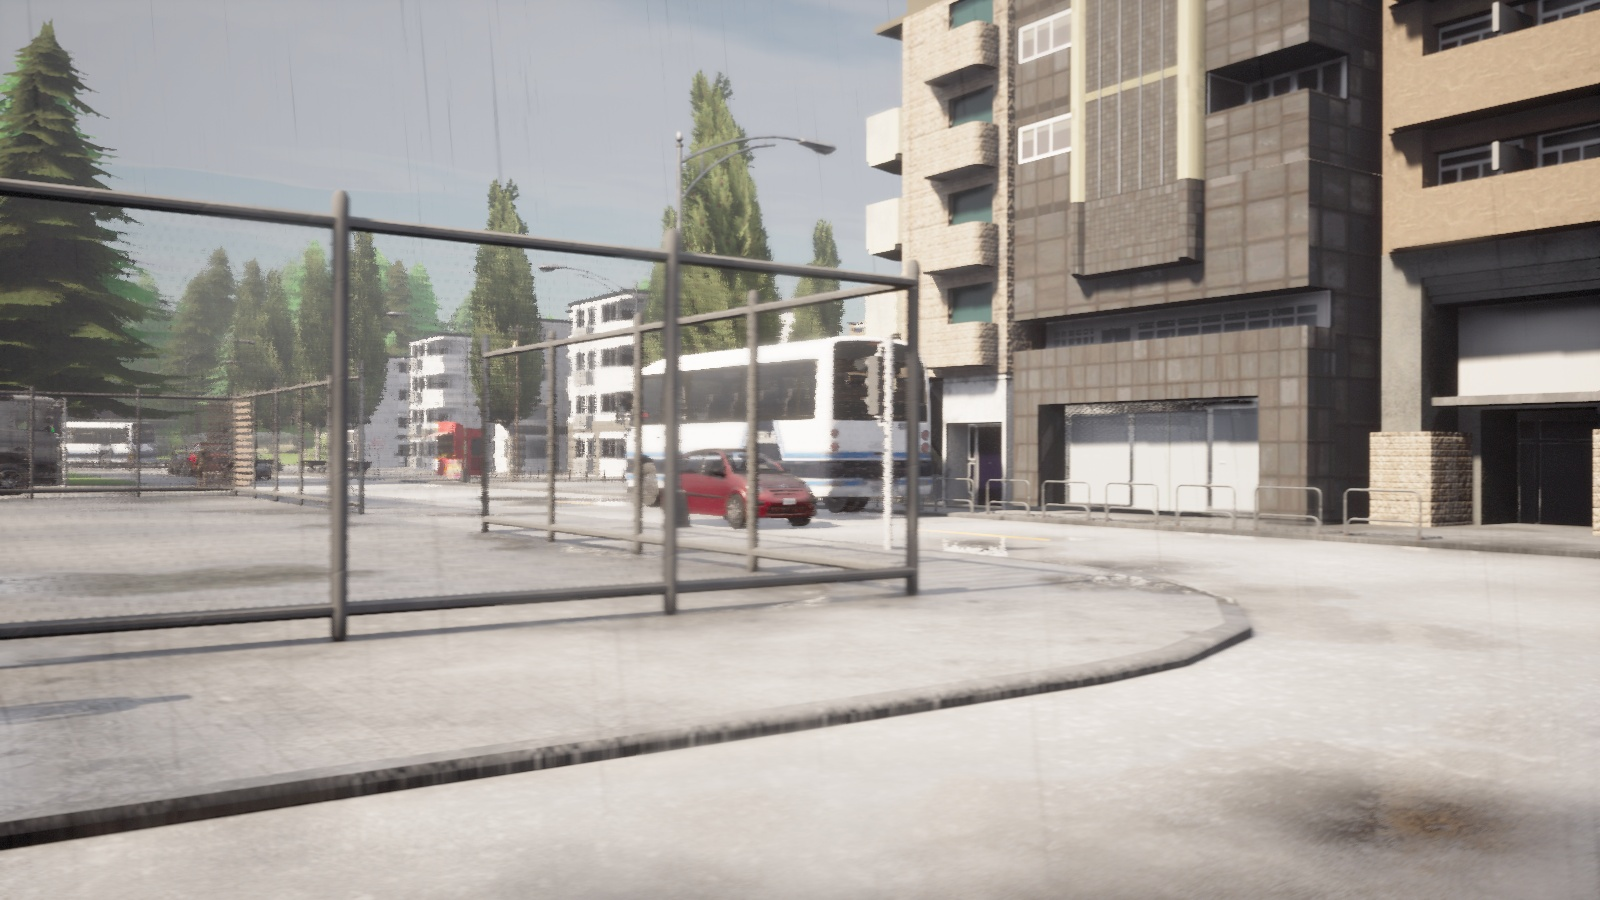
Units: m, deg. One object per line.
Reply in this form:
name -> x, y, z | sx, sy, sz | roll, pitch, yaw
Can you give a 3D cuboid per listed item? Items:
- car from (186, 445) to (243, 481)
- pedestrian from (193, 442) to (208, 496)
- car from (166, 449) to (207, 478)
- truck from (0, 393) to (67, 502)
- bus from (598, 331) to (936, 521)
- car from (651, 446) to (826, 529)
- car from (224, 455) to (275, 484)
car -> -34.958, 0.745, 74.889 | 2.150, 2.045, 5.566 | 0, 0, -35
pedestrian -> -21.606, 0.688, 45.246 | 0.396, 1.930, 0.692 | 0, 0, -35
car -> -40.590, 0.853, 83.037 | 1.905, 1.878, 3.866 | 0, 0, -35
truck -> -28.047, -0.084, 39.963 | 7.936, 3.462, 2.891 | 0, 0, -35
bus -> -1.300, -0.516, 33.400 | 3.944, 4.253, 10.273 | 0, 0, -35
car -> -1.372, 0.735, 26.475 | 1.851, 1.617, 3.988 | 0, 0, -34
car -> -29.300, 1.008, 66.751 | 1.845, 1.501, 3.633 | 0, 0, -34
